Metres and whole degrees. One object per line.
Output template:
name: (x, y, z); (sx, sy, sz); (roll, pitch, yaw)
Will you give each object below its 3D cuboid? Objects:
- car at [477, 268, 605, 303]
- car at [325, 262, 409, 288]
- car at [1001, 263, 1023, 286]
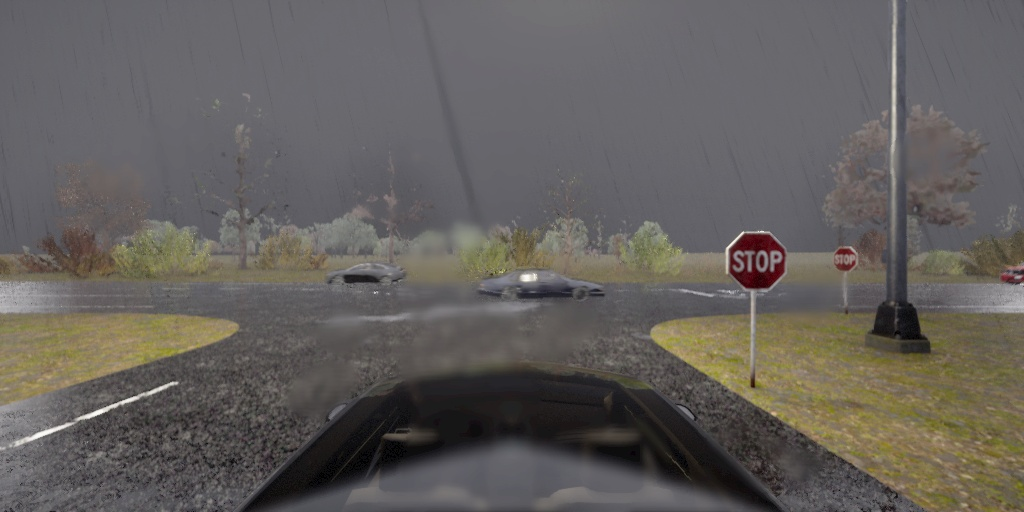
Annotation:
car: (1.203, 1.254, 15.628); (5.357, 1.411, 2.033); (0, 0, -1)
car: (-8.975, 1.150, 22.388); (4.902, 1.511, 2.128); (0, 0, -2)
car: (36.028, 1.058, 23.639); (5.566, 2.045, 2.150); (0, 0, -2)
